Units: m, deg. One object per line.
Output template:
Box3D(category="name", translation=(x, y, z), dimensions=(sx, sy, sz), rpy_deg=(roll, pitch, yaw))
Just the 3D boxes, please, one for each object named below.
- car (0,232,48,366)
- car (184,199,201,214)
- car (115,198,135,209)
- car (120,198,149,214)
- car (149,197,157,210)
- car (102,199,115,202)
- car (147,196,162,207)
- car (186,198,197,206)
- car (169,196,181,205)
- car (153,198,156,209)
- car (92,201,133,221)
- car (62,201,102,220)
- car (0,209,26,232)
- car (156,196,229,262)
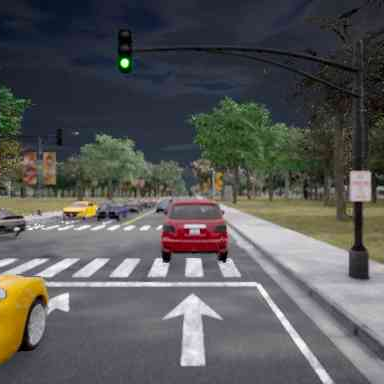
Box3D(category="car", translation=(-3.153, 1.490, 3.187), dimensions=(1.882, 1.535, 5.008), rpy_deg=(0, 0, 0))
Box3D(category="car", translation=(0.071, 1.631, 38.821), dimensions=(1.882, 1.535, 5.008), rpy_deg=(0, 0, 0))
Box3D(category="car", translation=(-9.809, 1.705, 48.941), dimensions=(1.837, 1.490, 4.892), rpy_deg=(0, 0, 0))
Box3D(category="car", translation=(-6.617, 1.697, 37.805), dimensions=(2.033, 1.411, 5.357), rpy_deg=(0, 0, 0))
Box3D(category="car", translation=(-6.570, 1.743, 47.935), dimensions=(2.033, 1.411, 5.357), rpy_deg=(0, 0, 0))
Box3D(category="car", translation=(-9.862, 1.659, 38.941), dimensions=(1.837, 1.490, 4.892), rpy_deg=(0, 0, 0))
Box3D(category="car", translation=(-6.544, 1.596, 58.168), dimensions=(2.097, 1.767, 4.553), rpy_deg=(0, 0, 0))
Box3D(category="car", translation=(-0.016, 1.811, 61.996), dimensions=(2.033, 1.411, 5.357), rpy_deg=(0, 0, 1))
Box3D(category="car", translation=(-3.248, 1.627, 64.547), dimensions=(2.097, 1.767, 4.553), rpy_deg=(0, 0, 0))
Box3D(category="car", translation=(-3.181, 1.725, 40.403), dimensions=(1.994, 1.385, 4.181), rpy_deg=(0, 0, 0))
Box3D(category="car", translation=(-6.619, 1.710, 28.197), dimensions=(1.895, 1.301, 4.718), rpy_deg=(0, 0, 0))
Box3D(category="car", translation=(-9.860, 1.593, 29.643), dimensions=(1.882, 1.535, 5.008), rpy_deg=(0, 0, 0))
Box3D(category="car", translation=(-10.661, 1.552, 16.584), dimensions=(4.902, 1.511, 2.128), rpy_deg=(0, -1, 18))
Box3D(category="car", translation=(0.091, 1.270, 12.536), dimensions=(2.150, 2.045, 5.566), rpy_deg=(0, 0, 0))
